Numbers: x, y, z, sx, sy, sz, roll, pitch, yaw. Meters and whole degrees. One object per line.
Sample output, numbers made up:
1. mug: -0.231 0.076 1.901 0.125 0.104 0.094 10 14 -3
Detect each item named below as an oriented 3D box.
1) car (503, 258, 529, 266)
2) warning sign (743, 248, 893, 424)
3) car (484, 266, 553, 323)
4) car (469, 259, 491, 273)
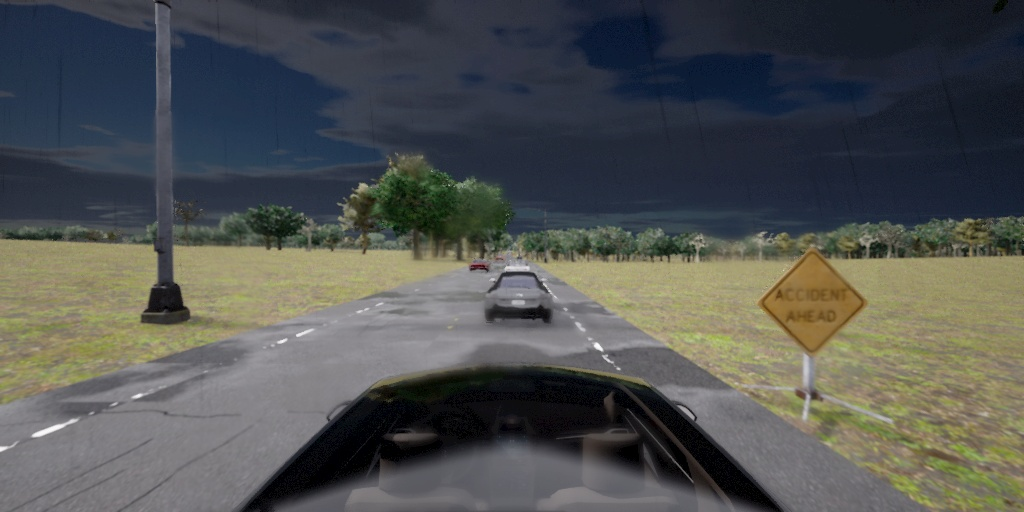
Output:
1. car: 0.432 1.046 28.734 1.895 1.301 4.718 0 1 1
2. warning sign: 3.578 0.838 4.318 1.300 1.860 1.060 0 0 1
3. car: 0.208 1.205 11.704 1.994 1.385 4.181 0 1 1
4. car: -3.163 0.957 36.080 1.895 1.301 4.718 0 1 1
